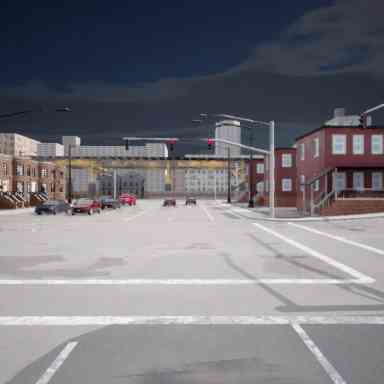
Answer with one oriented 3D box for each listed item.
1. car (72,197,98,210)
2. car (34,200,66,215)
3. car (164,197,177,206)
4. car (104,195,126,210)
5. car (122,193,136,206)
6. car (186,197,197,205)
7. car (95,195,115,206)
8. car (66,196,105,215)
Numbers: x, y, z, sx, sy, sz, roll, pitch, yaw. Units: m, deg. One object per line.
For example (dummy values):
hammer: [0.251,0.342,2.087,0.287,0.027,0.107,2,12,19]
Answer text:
car: [-14.211,1.478,44.341,1.882,1.535,5.008,0,0,0]
car: [-14.188,1.547,34.300,2.033,1.411,5.357,0,0,0]
car: [-3.556,1.526,54.717,1.812,1.442,4.674,0,0,0]
car: [-10.709,1.547,44.363,2.033,1.411,5.357,0,0,0]
car: [-10.722,1.221,55.060,2.150,2.045,5.566,0,0,1]
car: [-0.168,1.526,58.619,1.812,1.442,4.674,0,0,0]
car: [-14.228,1.352,54.613,2.097,1.767,4.553,0,0,0]
car: [-10.685,1.478,33.884,1.882,1.535,5.008,0,0,0]
